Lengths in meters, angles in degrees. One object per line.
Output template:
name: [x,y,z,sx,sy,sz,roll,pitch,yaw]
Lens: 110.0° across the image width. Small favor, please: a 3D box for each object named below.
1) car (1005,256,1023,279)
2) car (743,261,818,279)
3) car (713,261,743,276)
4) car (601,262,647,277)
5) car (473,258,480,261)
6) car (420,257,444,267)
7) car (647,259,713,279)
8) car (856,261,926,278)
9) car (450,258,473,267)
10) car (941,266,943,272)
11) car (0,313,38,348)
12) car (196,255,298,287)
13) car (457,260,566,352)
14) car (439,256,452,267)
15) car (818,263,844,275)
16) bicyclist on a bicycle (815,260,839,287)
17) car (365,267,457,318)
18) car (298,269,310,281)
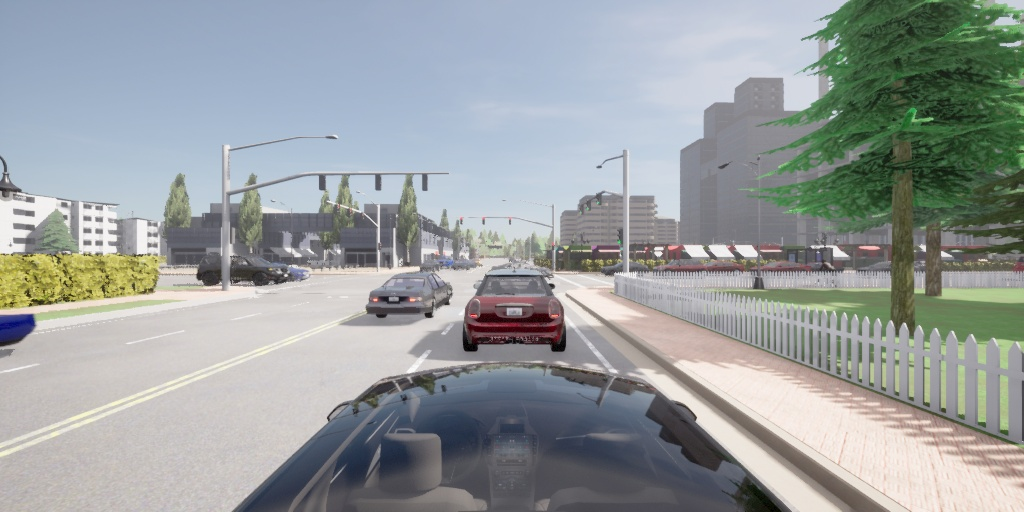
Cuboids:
car: [44.824,0.971,29.394,5.566,2.045,2.150,0,0,-1]
car: [24.288,1.228,32.571,5.008,1.535,1.882,0,0,-1]
car: [20.551,1.227,35.981,5.008,1.535,1.882,0,0,-1]
car: [11.226,1.276,35.726,4.674,1.442,1.812,0,0,-1]
car: [-7.092,1.297,60.338,2.033,1.411,5.357,0,0,0]
car: [-10.608,1.255,46.518,1.837,1.490,4.892,0,0,0]
car: [15.075,1.102,32.339,4.553,1.767,2.097,0,0,-1]
car: [34.349,1.255,32.816,4.892,1.490,1.837,0,0,-1]
car: [-7.107,1.314,51.095,1.994,1.385,4.181,0,0,0]
car: [40.674,1.241,36.454,4.902,1.511,2.128,0,0,-1]
car: [-10.554,1.351,4.963,1.895,1.301,4.718,0,0,0]
car: [-18.096,0.971,24.328,5.566,2.045,2.150,0,0,0]
car: [0.063,1.102,9.089,2.097,1.767,4.553,0,0,0]
car: [-10.601,0.971,56.380,2.150,2.045,5.566,0,0,0]
car: [30.449,1.351,36.227,4.718,1.301,1.895,0,0,-1]
bicyclist on a bicycle: [18.789,1.052,21.448,0.582,1.620,1.656,0,0,-1]
car: [-3.420,1.297,12.924,2.033,1.411,5.357,0,0,0]
car: [-18.378,1.276,28.020,4.674,1.442,1.812,0,0,-2]
